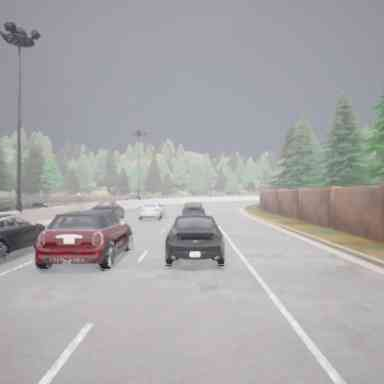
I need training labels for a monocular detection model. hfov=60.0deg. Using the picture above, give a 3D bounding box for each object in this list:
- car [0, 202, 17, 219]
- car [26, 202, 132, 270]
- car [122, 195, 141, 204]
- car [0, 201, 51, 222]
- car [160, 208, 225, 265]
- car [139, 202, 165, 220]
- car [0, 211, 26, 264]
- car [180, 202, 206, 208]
[{"bbox_3d":[-17.518,1.644,29.259,1.994,1.385,4.181,0,0,1],"label":"car"},{"bbox_3d":[-3.407,1.383,11.350,2.097,1.767,4.553,0,0,0],"label":"car"},{"bbox_3d":[-13.065,1.547,72.444,2.097,1.767,4.553,0,0,20],"label":"car"},{"bbox_3d":[-14.037,1.582,28.439,1.837,1.490,4.892,0,0,1],"label":"car"},{"bbox_3d":[0.094,1.535,11.804,1.837,1.490,4.892,0,-1,0],"label":"car"},{"bbox_3d":[-3.397,1.603,28.718,1.812,1.442,4.674,0,0,0],"label":"car"},{"bbox_3d":[-6.905,1.524,11.886,2.128,1.511,4.902,0,0,0],"label":"car"},{"bbox_3d":[0.105,1.580,27.742,1.837,1.490,4.892,0,0,0],"label":"car"}]
